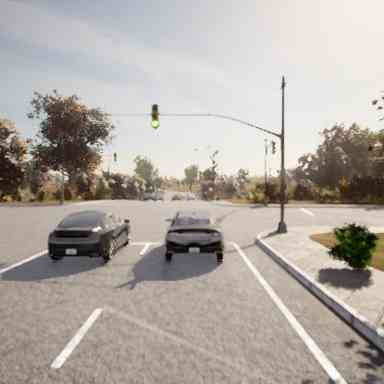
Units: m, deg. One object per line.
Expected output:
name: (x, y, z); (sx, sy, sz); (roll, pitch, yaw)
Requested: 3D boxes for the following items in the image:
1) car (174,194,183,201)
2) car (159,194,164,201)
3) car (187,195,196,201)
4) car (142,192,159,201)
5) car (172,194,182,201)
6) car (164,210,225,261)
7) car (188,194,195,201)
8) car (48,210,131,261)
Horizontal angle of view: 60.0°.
car: (-3.578, 1.330, 86.389); (2.097, 1.767, 4.553); (0, -2, 0)
car: (-7.064, 1.251, 70.915); (2.128, 1.511, 4.902); (0, -2, 0)
car: (-0.068, 1.387, 76.394); (1.812, 1.442, 4.674); (0, -2, 0)
car: (-7.107, 0.835, 55.774); (1.837, 1.490, 4.892); (0, -1, 0)
car: (-3.568, 1.329, 75.976); (1.882, 1.535, 5.008); (0, -2, 0)
car: (0.071, 1.395, 11.860); (2.128, 1.511, 4.902); (0, 1, 0)
car: (-0.078, 1.453, 86.419); (1.882, 1.535, 5.008); (0, -2, 0)
car: (-3.428, 1.408, 11.859); (1.837, 1.490, 4.892); (0, 1, 0)
